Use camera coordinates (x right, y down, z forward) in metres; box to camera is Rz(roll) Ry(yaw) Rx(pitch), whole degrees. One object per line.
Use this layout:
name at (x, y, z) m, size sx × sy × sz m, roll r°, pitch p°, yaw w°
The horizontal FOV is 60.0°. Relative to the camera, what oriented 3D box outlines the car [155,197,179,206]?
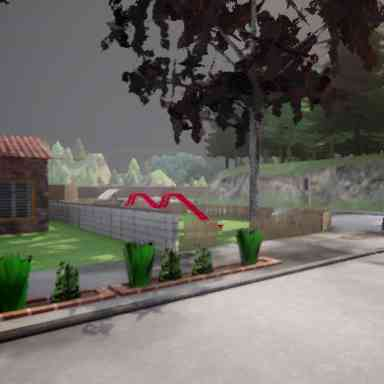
car at (-3.363, 1.312, 44.161) m, size 1.812 × 1.442 × 4.674 m, roll -1°, pitch 0°, yaw -35°
